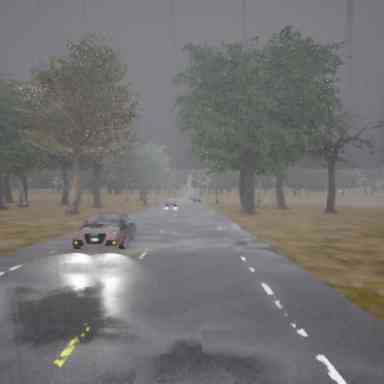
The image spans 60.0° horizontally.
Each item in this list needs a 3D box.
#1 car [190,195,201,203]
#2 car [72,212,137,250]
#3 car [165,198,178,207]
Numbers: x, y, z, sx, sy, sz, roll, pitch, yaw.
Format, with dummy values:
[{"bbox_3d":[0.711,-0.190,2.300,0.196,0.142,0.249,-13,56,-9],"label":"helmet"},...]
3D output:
[{"bbox_3d":[1.192,1.771,80.505,2.097,1.767,4.553,0,0,0],"label":"car"},{"bbox_3d":[-3.605,1.582,14.342,1.994,1.385,4.181,0,0,0],"label":"car"},{"bbox_3d":[-3.567,1.828,57.331,1.812,1.442,4.674,0,0,1],"label":"car"}]
